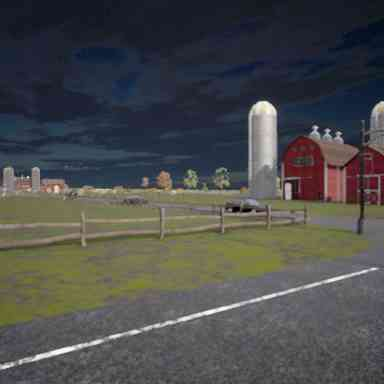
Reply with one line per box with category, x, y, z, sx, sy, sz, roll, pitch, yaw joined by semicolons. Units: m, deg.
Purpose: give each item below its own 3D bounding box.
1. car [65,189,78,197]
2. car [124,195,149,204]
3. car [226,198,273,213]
car;-31.523;0.330;87.227;2.150;2.045;5.566;0;1;-36
car;-8.457;1.221;50.386;2.033;1.411;5.357;0;1;-36
car;5.326;1.375;31.235;1.882;1.535;5.008;0;1;-36
